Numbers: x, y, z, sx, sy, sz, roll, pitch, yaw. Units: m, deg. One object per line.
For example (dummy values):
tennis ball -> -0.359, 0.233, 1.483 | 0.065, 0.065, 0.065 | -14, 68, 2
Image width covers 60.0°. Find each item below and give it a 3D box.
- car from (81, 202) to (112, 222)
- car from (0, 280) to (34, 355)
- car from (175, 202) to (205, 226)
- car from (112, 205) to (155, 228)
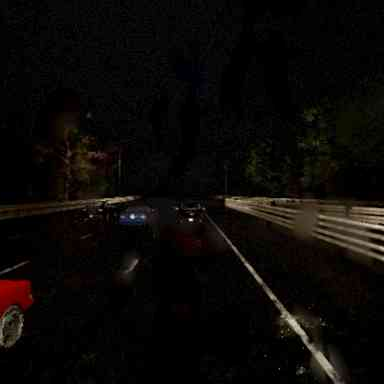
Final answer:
car -> -7.151, 1.498, 25.932 | 2.128, 1.511, 4.902 | 0, 0, -1
car -> -3.411, 1.601, 3.123 | 1.895, 1.301, 4.718 | 0, 0, 0
car -> -0.110, 1.508, 23.503 | 1.837, 1.490, 4.892 | 0, 0, -1
car -> -3.586, 1.551, 22.370 | 2.033, 1.411, 5.357 | 0, 0, -1
